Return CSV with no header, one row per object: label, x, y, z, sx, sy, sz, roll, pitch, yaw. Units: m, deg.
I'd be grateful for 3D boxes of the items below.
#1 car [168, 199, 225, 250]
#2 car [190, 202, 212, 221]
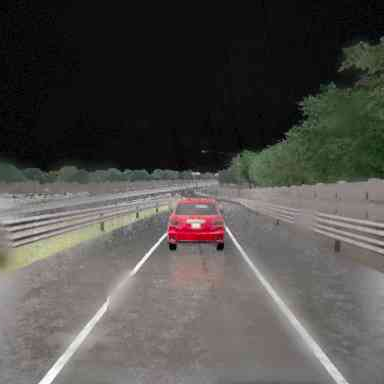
car,0.225,1.304,14.601,2.150,2.045,5.566,0,0,2
car,0.896,1.644,29.516,1.812,1.442,4.674,0,0,3
